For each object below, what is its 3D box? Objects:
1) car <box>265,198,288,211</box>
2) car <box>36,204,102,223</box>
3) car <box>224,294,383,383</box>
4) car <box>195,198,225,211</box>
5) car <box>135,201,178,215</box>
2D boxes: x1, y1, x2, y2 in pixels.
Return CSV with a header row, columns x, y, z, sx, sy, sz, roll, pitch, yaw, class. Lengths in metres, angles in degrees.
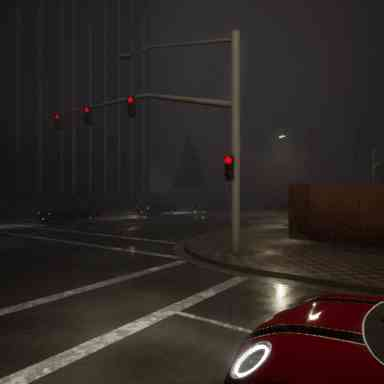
x,y,z,sx,sy,sz,roll,pitch,yaw,class
10.746,1.492,41.332,2.128,1.511,4.902,0,0,36,car
-9.319,1.601,25.455,1.895,1.301,4.718,0,0,35,car
2.449,1.352,2.211,4.553,1.767,2.097,0,0,36,car
2.306,1.491,41.820,2.128,1.511,4.902,0,0,36,car
-3.538,1.601,33.610,1.895,1.301,4.718,0,0,35,car
